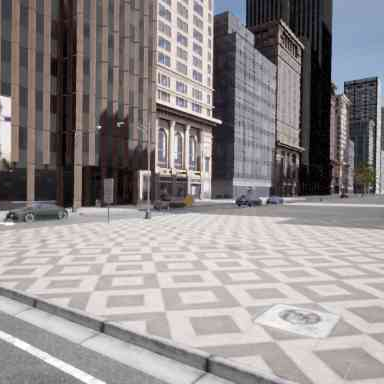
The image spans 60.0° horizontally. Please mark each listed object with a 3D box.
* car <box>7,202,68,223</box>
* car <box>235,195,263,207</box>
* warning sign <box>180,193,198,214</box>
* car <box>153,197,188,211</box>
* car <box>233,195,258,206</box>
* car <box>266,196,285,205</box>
[{"bbox_3d":[-11.473,1.470,24.942,1.994,1.385,4.181,1,1,35],"label":"car"},{"bbox_3d":[8.345,1.192,47.474,2.097,1.767,4.553,1,1,36],"label":"car"},{"bbox_3d":[-0.267,1.077,30.695,1.300,1.860,1.060,1,1,35],"label":"warning sign"},{"bbox_3d":[-2.377,1.349,37.777,1.837,1.490,4.892,1,1,35],"label":"car"},{"bbox_3d":[8.611,1.329,53.130,1.837,1.490,4.892,1,1,35],"label":"car"},{"bbox_3d":[13.948,1.362,55.478,1.994,1.385,4.181,1,1,35],"label":"car"}]
